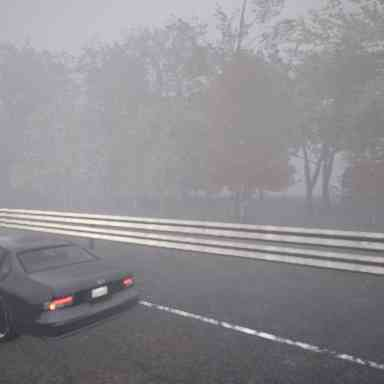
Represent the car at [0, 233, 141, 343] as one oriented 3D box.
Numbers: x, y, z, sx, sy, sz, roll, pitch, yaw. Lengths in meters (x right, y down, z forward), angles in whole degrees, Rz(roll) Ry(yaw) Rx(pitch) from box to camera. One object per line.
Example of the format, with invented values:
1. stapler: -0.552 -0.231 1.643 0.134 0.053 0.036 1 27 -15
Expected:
1. car: -3.424 1.534 6.417 5.357 1.411 2.033 0 0 35
